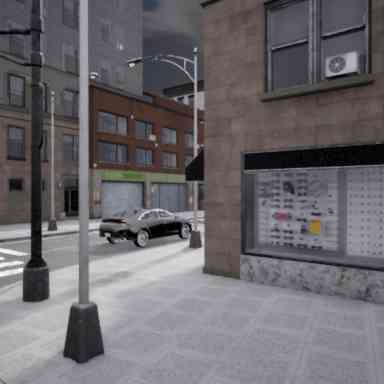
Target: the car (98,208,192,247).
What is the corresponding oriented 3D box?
[{"bbox_3d":[-1.886,1.458,14.956,2.128,1.511,4.902,0,0,35],"label":"car"}]
